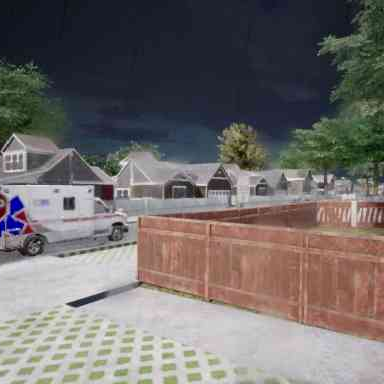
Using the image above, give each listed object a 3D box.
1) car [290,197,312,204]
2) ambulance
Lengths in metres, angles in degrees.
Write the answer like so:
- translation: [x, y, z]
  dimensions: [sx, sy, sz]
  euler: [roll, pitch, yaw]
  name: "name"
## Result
- translation: [15.156, 1.413, 46.050]
  dimensions: [1.994, 1.385, 4.181]
  euler: [0, 0, 36]
  name: "car"
- translation: [-5.387, 0.984, 12.981]
  dimensions: [2.351, 2.431, 6.366]
  euler: [0, 0, 36]
  name: "ambulance"
